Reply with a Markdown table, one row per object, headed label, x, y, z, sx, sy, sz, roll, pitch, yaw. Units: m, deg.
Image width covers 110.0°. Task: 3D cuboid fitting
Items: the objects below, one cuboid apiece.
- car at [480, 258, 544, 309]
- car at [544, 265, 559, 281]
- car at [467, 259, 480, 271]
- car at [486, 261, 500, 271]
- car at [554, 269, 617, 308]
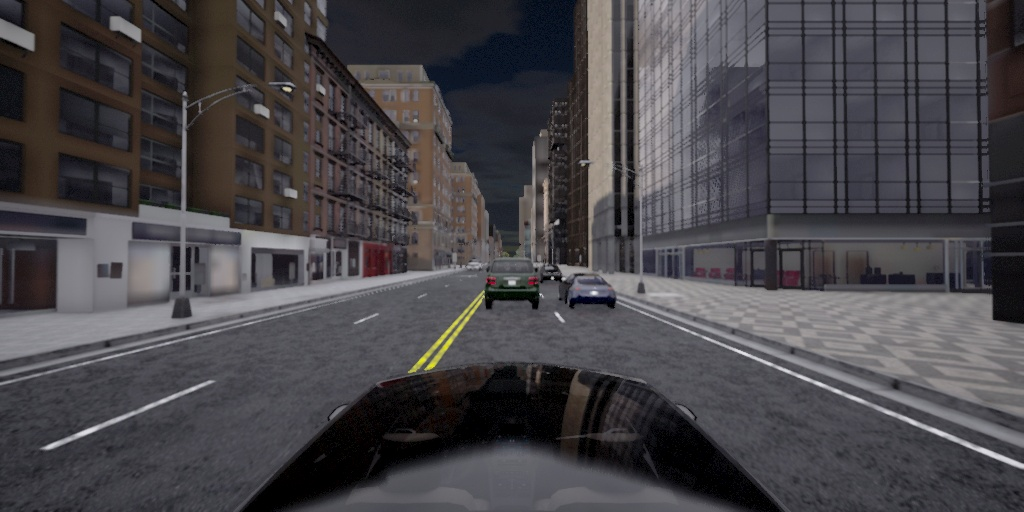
| label | x | y | z | sx | sy | sz | roll | pitch | yaw |
| --- | --- | --- | --- | --- | --- | --- | --- | --- | --- |
| car | 0.003 | 1.101 | 15.863 | 2.150 | 2.045 | 5.566 | 0 | 0 | 0 |
| car | 3.258 | 1.541 | 31.156 | 1.837 | 1.490 | 4.892 | 0 | 0 | 0 |
| car | -6.539 | 1.584 | 63.153 | 2.150 | 2.045 | 5.566 | 0 | -1 | 1 |
| car | -3.295 | 1.718 | 63.613 | 2.097 | 1.767 | 4.553 | 0 | -1 | 1 |
| car | 3.255 | 1.452 | 16.157 | 1.994 | 1.385 | 4.181 | 0 | -1 | 0 |
